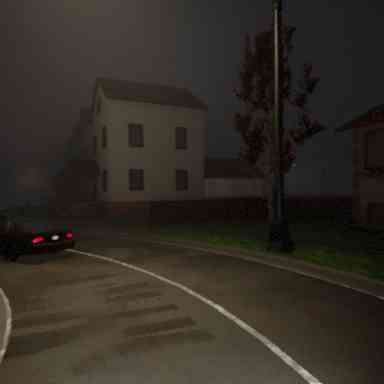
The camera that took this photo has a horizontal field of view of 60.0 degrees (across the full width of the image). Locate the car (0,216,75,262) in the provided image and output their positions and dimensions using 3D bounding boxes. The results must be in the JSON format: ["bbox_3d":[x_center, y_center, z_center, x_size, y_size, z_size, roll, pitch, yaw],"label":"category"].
[{"bbox_3d":[-6.793,1.612,12.417,5.357,1.411,2.033,-1,0,29],"label":"car"}]
